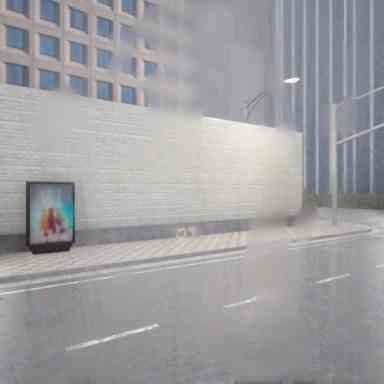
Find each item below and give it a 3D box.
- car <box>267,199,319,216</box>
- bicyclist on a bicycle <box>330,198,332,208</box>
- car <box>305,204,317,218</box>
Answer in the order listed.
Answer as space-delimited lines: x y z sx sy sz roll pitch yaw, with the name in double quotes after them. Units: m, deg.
10.446 1.547 34.856 2.128 1.511 4.902 0 0 -36 "car"
18.668 1.356 43.951 1.656 1.620 0.582 0 0 -36 "bicyclist on a bicycle"
9.065 1.533 30.770 1.882 1.535 5.008 0 0 -36 "car"
